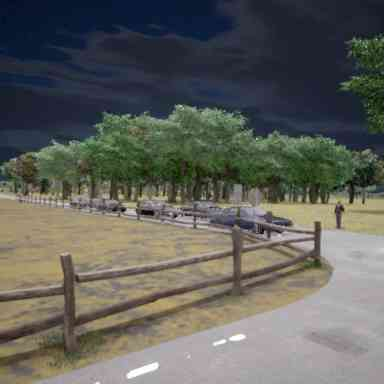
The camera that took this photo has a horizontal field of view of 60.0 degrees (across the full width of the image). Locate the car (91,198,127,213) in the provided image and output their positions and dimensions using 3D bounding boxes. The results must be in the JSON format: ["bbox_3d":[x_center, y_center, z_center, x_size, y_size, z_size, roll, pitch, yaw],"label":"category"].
[{"bbox_3d":[-8.970,1.523,36.364,2.033,1.411,5.357,2,-1,-35],"label":"car"}]

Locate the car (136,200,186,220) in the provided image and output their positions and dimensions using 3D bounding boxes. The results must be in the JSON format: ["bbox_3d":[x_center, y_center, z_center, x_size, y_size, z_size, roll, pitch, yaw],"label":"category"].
[{"bbox_3d":[-2.957,1.473,27.888,2.128,1.511,4.902,2,-1,-35],"label":"car"}]

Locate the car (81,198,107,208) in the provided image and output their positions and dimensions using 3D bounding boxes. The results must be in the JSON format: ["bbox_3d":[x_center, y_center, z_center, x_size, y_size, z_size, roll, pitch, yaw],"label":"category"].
[{"bbox_3d":[-14.594,1.585,49.303,2.033,1.411,5.357,2,-1,-35],"label":"car"}]

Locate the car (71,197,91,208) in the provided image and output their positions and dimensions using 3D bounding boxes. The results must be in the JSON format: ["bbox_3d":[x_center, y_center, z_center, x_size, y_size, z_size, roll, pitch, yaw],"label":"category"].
[{"bbox_3d":[-14.768,1.477,44.597,1.837,1.490,4.892,2,-1,-35],"label":"car"}]

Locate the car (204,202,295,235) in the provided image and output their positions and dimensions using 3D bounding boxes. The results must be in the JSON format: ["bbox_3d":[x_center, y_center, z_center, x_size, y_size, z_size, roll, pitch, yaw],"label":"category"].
[{"bbox_3d":[3.220,1.529,19.015,2.033,1.411,5.357,2,-1,-33],"label":"car"}]

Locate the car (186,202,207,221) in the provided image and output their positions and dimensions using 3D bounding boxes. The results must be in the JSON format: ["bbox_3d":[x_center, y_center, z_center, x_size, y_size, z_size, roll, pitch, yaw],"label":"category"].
[{"bbox_3d":[0.506,1.544,28.073,2.128,1.511,4.902,2,-1,-35],"label":"car"}]

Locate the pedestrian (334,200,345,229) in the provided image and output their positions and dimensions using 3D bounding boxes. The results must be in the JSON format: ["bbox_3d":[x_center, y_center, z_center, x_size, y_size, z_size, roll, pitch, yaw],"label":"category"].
[{"bbox_3d":[9.257,1.389,21.006,0.375,1.860,0.375,2,-1,-35],"label":"pedestrian"}]
